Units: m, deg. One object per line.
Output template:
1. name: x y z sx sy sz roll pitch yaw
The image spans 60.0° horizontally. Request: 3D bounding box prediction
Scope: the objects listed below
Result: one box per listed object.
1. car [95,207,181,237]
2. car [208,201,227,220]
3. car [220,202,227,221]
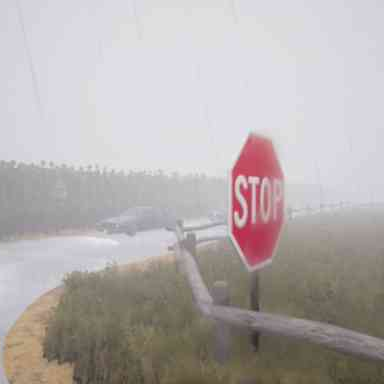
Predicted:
1. car: -2.718 1.539 18.558 2.033 1.411 5.357 0 0 35
2. car: 3.130 1.484 26.766 2.128 1.511 4.902 0 0 35
3. car: 4.316 1.541 22.810 2.033 1.411 5.357 0 0 36
